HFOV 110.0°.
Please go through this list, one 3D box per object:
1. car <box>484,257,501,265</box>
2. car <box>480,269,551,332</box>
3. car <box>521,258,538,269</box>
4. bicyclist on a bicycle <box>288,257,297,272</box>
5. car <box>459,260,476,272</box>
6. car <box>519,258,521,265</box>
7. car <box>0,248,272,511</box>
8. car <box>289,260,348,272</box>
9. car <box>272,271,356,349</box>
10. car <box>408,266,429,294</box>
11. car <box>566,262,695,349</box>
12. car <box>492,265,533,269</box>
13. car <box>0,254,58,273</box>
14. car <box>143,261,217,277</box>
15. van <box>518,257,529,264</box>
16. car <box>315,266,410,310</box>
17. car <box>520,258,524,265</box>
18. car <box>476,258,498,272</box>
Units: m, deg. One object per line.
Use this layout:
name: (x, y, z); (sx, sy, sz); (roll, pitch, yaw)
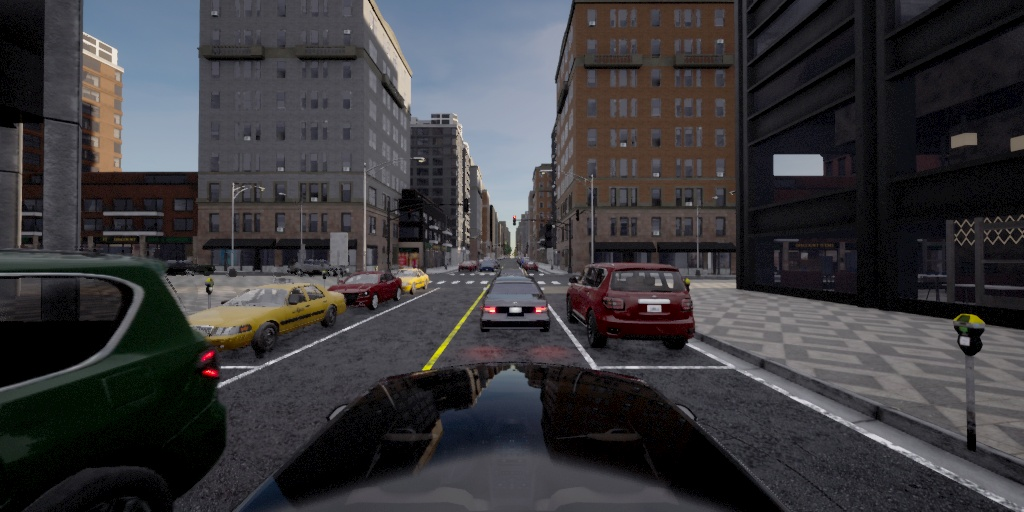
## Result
car: (-3.231, 1.328, 56.651); (1.994, 1.385, 4.181); (0, 0, 0)
car: (0.067, 1.299, 10.833); (2.033, 1.411, 5.357); (0, 0, 0)
car: (2.545, 1.343, 47.370); (1.802, 1.307, 4.207); (0, 0, 0)
bicyclist on a bicycle: (-23.110, 0.909, 37.751); (0.582, 1.620, 1.656); (0, 0, 0)
car: (-5.981, 1.306, 47.356); (1.888, 1.381, 4.507); (0, 0, 0)
car: (2.514, 1.346, 58.717); (1.802, 1.307, 4.207); (0, 0, 0)
car: (-3.104, 0.971, 0.214); (2.150, 2.045, 5.566); (0, 0, 0)
car: (-16.841, 1.092, 31.488); (4.902, 1.511, 2.128); (1, -1, 0)
car: (-5.876, 1.277, 8.917); (1.751, 1.417, 4.829); (0, 0, 0)
car: (-5.907, 1.279, 20.166); (1.751, 1.417, 4.829); (0, 0, 0)
car: (2.649, 1.066, 9.102); (2.192, 1.841, 5.009); (0, 0, 0)
car: (0.019, 1.355, 20.560); (1.895, 1.301, 4.718); (0, 0, 0)
car: (-47.615, 0.704, 34.735); (4.553, 1.767, 2.097); (1, -1, 1)
car: (-29.092, 1.091, 31.530); (4.718, 1.301, 1.895); (1, -1, 0)
van: (2.499, 1.108, 64.390); (1.690, 1.789, 3.998); (0, 0, 0)
car: (-5.892, 1.298, 14.712); (1.888, 1.381, 4.507); (0, 0, 0)
car: (2.530, 1.344, 53.043); (1.802, 1.307, 4.207); (0, 0, 0)
car: (-3.246, 1.308, 46.796); (2.033, 1.411, 5.357); (0, 0, -4)
